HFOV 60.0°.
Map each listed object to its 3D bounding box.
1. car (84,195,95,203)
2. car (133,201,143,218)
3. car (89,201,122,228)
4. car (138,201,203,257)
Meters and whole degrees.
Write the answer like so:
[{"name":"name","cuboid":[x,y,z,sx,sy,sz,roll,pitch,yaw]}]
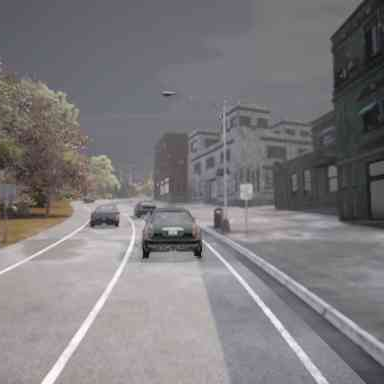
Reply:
[{"name":"car","cuboid":[-19.078,1.359,62.003,1.837,1.490,4.892,1,0,-19]},{"name":"car","cuboid":[-4.416,1.602,31.397,1.837,1.490,4.892,1,0,-15]},{"name":"car","cuboid":[-5.795,1.569,22.676,2.033,1.411,5.357,1,0,-11]},{"name":"car","cuboid":[-0.871,1.385,13.208,2.097,1.767,4.553,0,0,-6]}]
